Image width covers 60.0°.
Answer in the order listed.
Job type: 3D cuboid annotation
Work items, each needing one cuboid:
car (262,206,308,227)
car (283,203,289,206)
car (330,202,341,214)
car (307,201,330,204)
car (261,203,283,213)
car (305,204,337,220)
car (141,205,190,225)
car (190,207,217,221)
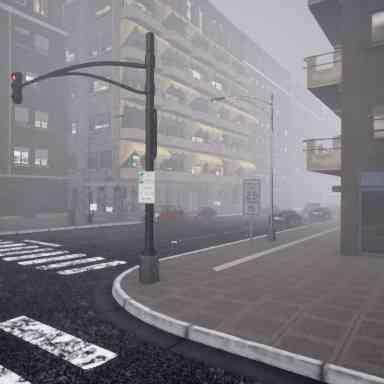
[{"bbox_3d":[7.740,2.096,27.409,1.947,1.339,4.313,-1,-2,35],"label":"car"},{"bbox_3d":[13.755,2.406,50.658,1.752,1.417,4.829,-1,-1,35],"label":"car"},{"bbox_3d":[20.779,2.460,46.197,1.752,1.417,4.829,-1,-2,35],"label":"car"},{"bbox_3d":[16.322,2.198,44.238,2.097,1.767,4.553,0,-1,35],"label":"car"},{"bbox_3d":[10.616,2.328,46.135,1.887,1.381,4.507,-1,-1,35],"label":"car"},{"bbox_3d":[14.211,2.297,36.733,1.947,1.339,4.313,-1,-2,35],"label":"car"},{"bbox_3d":[-2.324,1.822,27.492,1.967,1.590,4.097,-1,-1,35],"label":"car"},{"bbox_3d":[0.911,2.064,32.150,1.802,1.307,4.206,-1,-1,35],"label":"car"}]
